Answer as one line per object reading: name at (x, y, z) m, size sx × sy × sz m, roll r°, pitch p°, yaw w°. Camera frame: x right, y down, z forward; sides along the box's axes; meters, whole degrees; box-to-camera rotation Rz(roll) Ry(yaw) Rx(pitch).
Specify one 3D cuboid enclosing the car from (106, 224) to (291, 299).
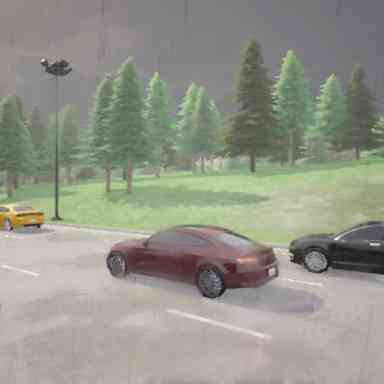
car at (-0.158, 1.543, 8.448) m, size 4.674 × 1.442 × 1.812 m, roll 0°, pitch 0°, yaw 36°

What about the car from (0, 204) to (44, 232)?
car at (-11.281, 1.528, 20.858) m, size 5.008 × 1.535 × 1.882 m, roll 0°, pitch 0°, yaw 36°

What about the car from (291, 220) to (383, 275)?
car at (5.104, 1.520, 8.979) m, size 4.892 × 1.490 × 1.837 m, roll 0°, pitch 0°, yaw 35°
